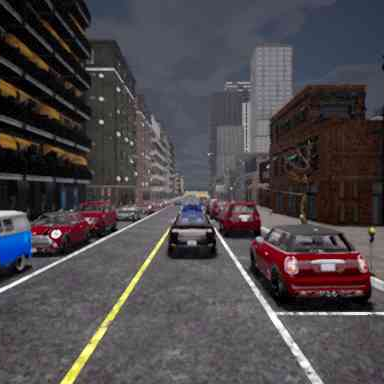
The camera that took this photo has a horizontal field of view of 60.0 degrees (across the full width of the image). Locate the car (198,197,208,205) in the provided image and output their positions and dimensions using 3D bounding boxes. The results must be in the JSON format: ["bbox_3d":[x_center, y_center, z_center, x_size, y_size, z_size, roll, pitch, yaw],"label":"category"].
[{"bbox_3d":[2.662,2.039,78.774,2.192,1.841,5.009,-1,-1,0],"label":"car"}]

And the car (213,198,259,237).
[{"bbox_3d":[2.677,1.496,19.286,2.192,1.841,5.009,-1,-1,0],"label":"car"}]

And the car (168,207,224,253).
[{"bbox_3d":[0.008,1.627,14.301,2.128,1.511,4.902,0,0,0],"label":"car"}]

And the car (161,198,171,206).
[{"bbox_3d":[-5.684,2.114,73.146,1.967,1.590,4.097,-1,-1,0],"label":"car"}]

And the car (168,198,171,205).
[{"bbox_3d":[-5.685,2.147,67.396,1.752,1.417,4.829,-1,-1,0],"label":"car"}]

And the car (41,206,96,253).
[{"bbox_3d":[-5.702,1.570,13.888,1.967,1.590,4.097,-1,-1,0],"label":"car"}]

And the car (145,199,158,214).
[{"bbox_3d":[-5.694,1.821,40.922,1.967,1.590,4.097,-1,-1,0],"label":"car"}]

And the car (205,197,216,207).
[{"bbox_3d":[2.680,1.596,30.100,2.192,1.841,5.009,-1,-1,0],"label":"car"}]

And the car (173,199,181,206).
[{"bbox_3d":[-2.980,2.183,70.969,2.033,1.411,5.357,0,-1,0],"label":"car"}]

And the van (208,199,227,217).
[{"bbox_3d":[2.682,1.672,35.507,1.690,1.788,3.998,-1,-1,0],"label":"van"}]

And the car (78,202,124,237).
[{"bbox_3d":[-5.703,1.496,19.296,2.192,1.841,5.009,-1,-1,0],"label":"car"}]

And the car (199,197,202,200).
[{"bbox_3d":[2.694,2.134,62.041,2.008,1.369,4.403,-1,-1,0],"label":"car"}]

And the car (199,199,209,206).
[{"bbox_3d":[2.665,2.240,73.192,1.947,1.339,4.313,-1,-1,0],"label":"car"}]

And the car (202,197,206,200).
[{"bbox_3d":[2.683,1.696,40.914,2.192,1.841,5.009,-1,-1,0],"label":"car"}]

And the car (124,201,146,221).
[{"bbox_3d":[-5.696,1.832,30.108,2.008,1.369,4.403,-1,-1,0],"label":"car"}]

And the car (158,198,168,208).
[{"bbox_3d":[-5.689,1.969,57.143,1.967,1.590,4.097,-1,-1,0],"label":"car"}]

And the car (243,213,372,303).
[{"bbox_3d":[2.676,1.520,8.471,1.967,1.590,4.097,-1,-1,0],"label":"car"}]

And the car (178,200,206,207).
[{"bbox_3d":[0.014,1.753,29.477,1.882,1.535,5.008,0,0,0],"label":"car"}]

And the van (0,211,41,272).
[{"bbox_3d":[-5.705,1.421,8.482,1.690,1.788,3.998,-1,-1,0],"label":"van"}]
